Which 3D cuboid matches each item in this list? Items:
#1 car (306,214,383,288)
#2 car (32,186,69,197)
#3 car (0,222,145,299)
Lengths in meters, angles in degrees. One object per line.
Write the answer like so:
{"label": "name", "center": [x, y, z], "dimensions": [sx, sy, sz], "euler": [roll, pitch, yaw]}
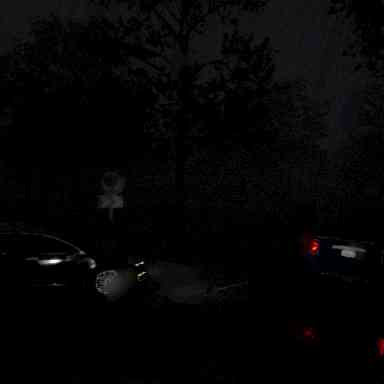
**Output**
{"label": "car", "center": [4.889, 1.404, 9.318], "dimensions": [2.097, 1.767, 4.553], "euler": [2, 2, 38]}
{"label": "car", "center": [-19.528, -0.088, 45.902], "dimensions": [5.008, 1.535, 1.882], "euler": [2, 2, 10]}
{"label": "car", "center": [-3.455, 1.446, 7.228], "dimensions": [4.892, 1.490, 1.837], "euler": [1, 3, -22]}
